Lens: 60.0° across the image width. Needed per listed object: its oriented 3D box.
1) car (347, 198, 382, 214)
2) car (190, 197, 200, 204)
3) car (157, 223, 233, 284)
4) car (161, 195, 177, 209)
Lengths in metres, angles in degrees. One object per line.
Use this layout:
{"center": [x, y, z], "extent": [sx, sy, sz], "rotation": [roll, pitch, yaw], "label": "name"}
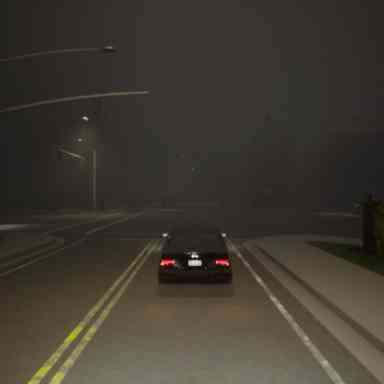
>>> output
{"center": [20.199, 1.538, 37.920], "extent": [4.553, 1.767, 2.097], "rotation": [0, 0, -1], "label": "car"}
{"center": [0.697, 2.000, 78.044], "extent": [1.812, 1.442, 4.674], "rotation": [0, 0, 12], "label": "car"}
{"center": [0.075, 1.608, 9.740], "extent": [2.033, 1.411, 5.357], "rotation": [0, 0, 0], "label": "car"}
{"center": [-3.622, 1.546, 53.073], "extent": [2.150, 2.045, 5.566], "rotation": [0, 0, 0], "label": "car"}
